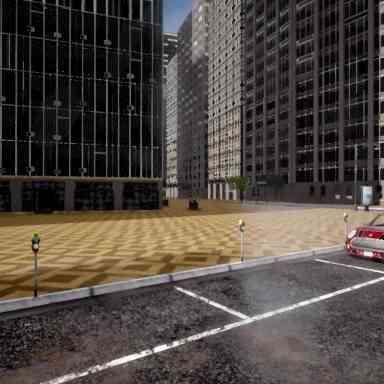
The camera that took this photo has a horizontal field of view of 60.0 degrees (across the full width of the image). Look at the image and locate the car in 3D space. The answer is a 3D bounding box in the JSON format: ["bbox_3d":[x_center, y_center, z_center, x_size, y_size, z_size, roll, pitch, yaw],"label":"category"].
[{"bbox_3d":[7.205,1.437,11.691,4.097,1.590,1.967,0,0,-35],"label":"car"}]
